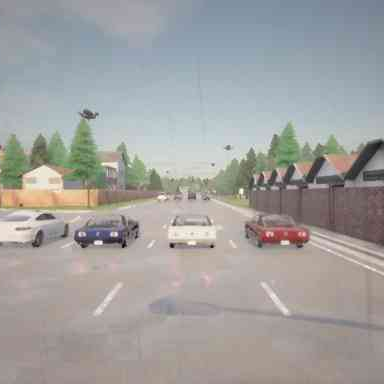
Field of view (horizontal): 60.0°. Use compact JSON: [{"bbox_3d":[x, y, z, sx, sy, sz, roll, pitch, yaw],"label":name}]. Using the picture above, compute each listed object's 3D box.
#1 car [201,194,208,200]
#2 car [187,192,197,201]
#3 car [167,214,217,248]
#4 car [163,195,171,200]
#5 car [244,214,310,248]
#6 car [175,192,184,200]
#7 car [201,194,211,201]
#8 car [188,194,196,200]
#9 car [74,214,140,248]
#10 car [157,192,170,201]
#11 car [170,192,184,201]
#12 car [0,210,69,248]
[{"bbox_3d":[3.500,1.346,92.592,1.837,1.490,4.892,0,0,0],"label":"car"},{"bbox_3d":[0.000,1.107,78.872,2.150,2.045,5.566,0,0,0],"label":"car"},{"bbox_3d":[0.000,1.613,14.680,1.895,1.301,4.718,0,0,0],"label":"car"},{"bbox_3d":[-7.000,1.441,92.622,1.895,1.301,4.718,0,0,0],"label":"car"},{"bbox_3d":[3.500,1.613,14.680,1.895,1.301,4.718,0,0,0],"label":"car"},{"bbox_3d":[-3.500,1.138,93.453,2.150,2.045,5.566,0,0,0],"label":"car"},{"bbox_3d":[3.500,1.477,78.872,1.895,1.301,4.718,0,0,0],"label":"car"},{"bbox_3d":[0.000,1.371,92.592,2.128,1.511,4.902,0,0,0],"label":"car"},{"bbox_3d":[-3.500,1.613,14.680,1.895,1.301,4.718,0,0,0],"label":"car"},{"bbox_3d":[-7.000,1.106,78.872,2.150,2.045,5.566,0,0,0],"label":"car"},{"bbox_3d":[-3.500,1.420,79.161,2.128,1.511,4.902,0,0,0],"label":"car"},{"bbox_3d":[-7.000,1.530,14.650,1.812,1.442,4.674,0,0,0],"label":"car"}]
